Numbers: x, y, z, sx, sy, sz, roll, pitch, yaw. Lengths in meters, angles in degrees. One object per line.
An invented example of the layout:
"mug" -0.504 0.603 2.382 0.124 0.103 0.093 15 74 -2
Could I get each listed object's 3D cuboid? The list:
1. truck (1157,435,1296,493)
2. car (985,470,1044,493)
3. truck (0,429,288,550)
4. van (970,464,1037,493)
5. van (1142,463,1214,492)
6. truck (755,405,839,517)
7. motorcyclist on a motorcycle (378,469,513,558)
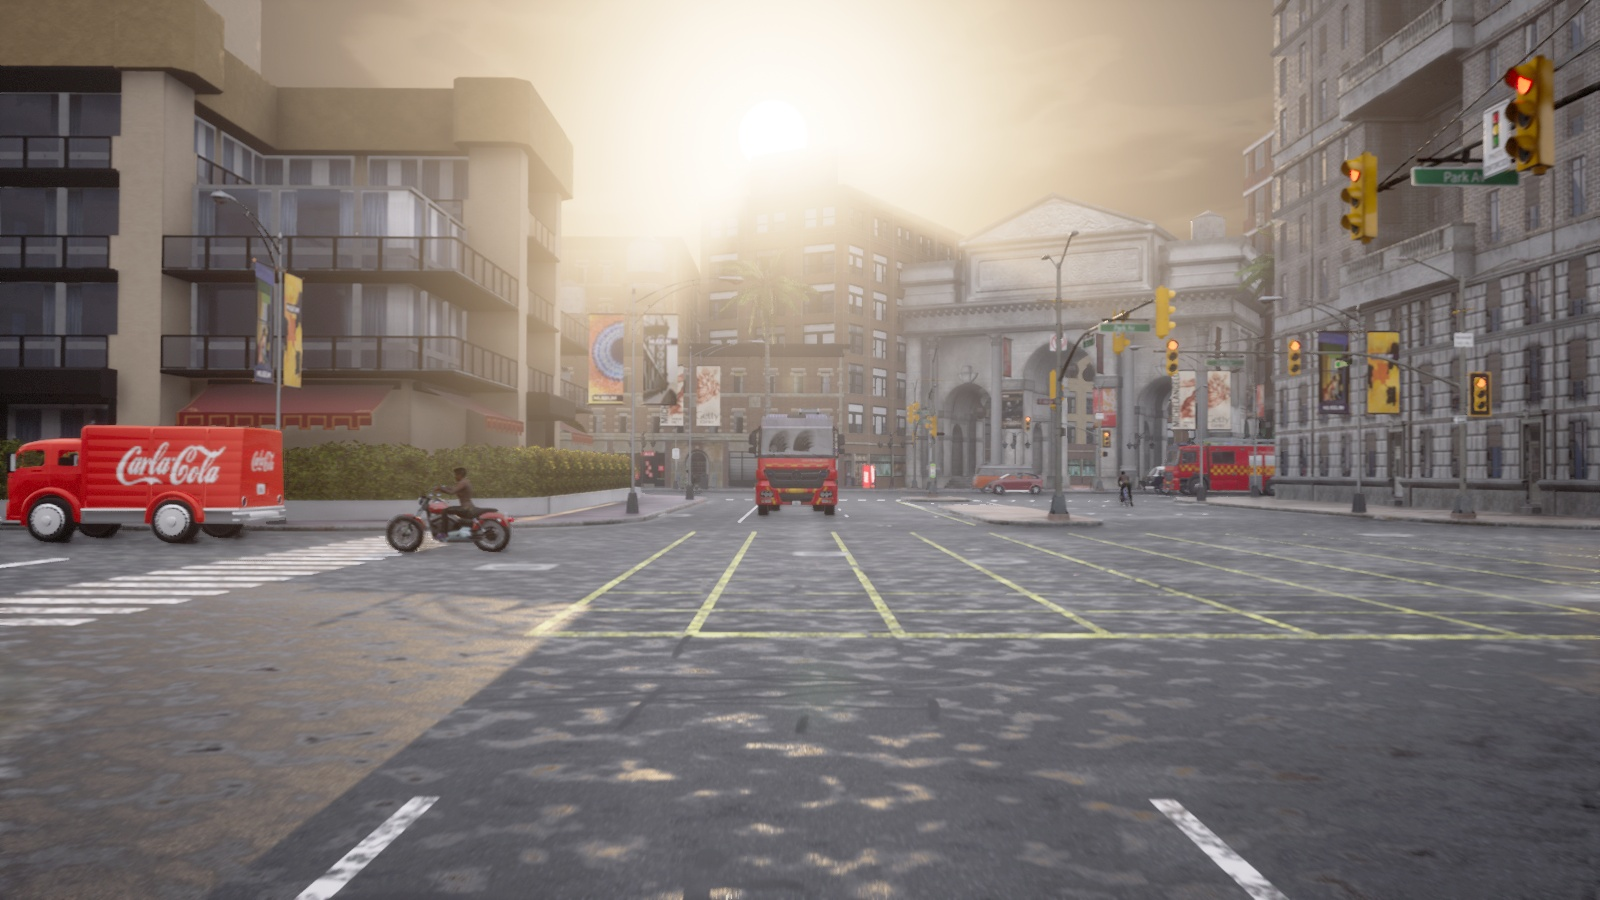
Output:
"truck" 28.959 0.966 85.529 8.468 3.827 2.891 0 -1 0
"car" 14.593 2.168 85.595 3.705 1.549 1.789 0 -1 0
"truck" -14.257 0.841 27.257 5.204 2.467 2.627 0 -1 0
"van" 14.403 2.001 89.099 4.442 1.987 1.775 0 -1 0
"van" 26.773 1.921 89.026 4.480 2.038 2.069 0 -1 0
"truck" -0.121 0.447 47.610 2.891 3.827 8.468 0 -1 0
"motorcyclist on a motorcycle" -6.706 1.190 23.811 2.350 1.649 0.766 0 -1 0
